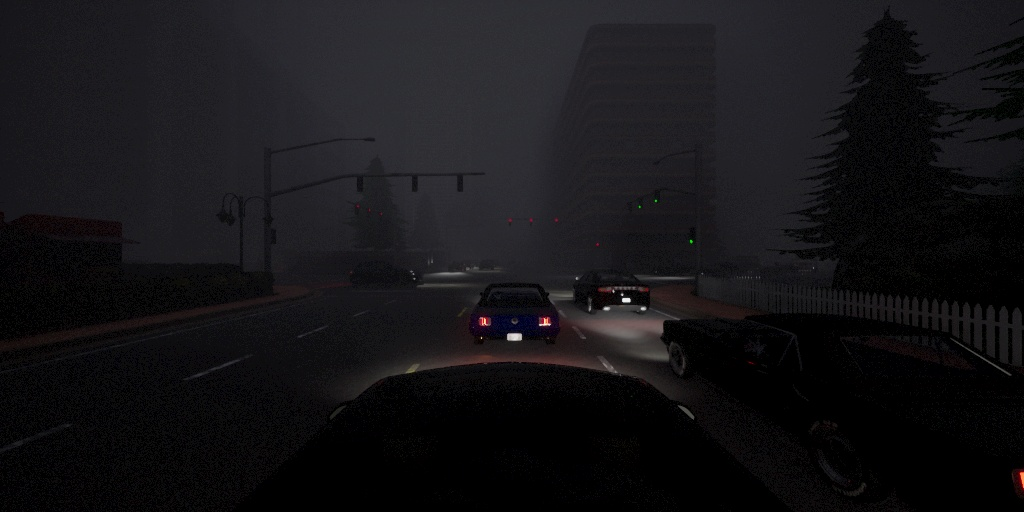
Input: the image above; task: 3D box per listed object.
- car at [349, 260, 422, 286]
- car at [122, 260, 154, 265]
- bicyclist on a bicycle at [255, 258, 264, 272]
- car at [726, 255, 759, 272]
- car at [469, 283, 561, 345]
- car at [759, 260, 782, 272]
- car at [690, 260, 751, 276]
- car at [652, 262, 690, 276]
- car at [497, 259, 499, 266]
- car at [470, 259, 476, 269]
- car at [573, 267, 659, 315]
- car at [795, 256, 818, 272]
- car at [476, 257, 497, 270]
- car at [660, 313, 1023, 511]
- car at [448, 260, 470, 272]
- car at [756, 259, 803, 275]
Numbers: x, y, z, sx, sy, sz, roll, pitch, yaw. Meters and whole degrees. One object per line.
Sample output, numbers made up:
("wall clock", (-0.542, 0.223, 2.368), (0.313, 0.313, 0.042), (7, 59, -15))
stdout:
("car", (-8.500, 1.084, 24.377), (4.553, 1.767, 2.097), (0, 0, 0))
("car", (-25.229, 1.046, 24.237), (4.553, 1.767, 2.097), (0, 0, 0))
("bicyclist on a bicycle", (-27.918, 0.996, 39.698), (0.582, 1.620, 1.656), (0, 0, 0))
("car", (25.618, 0.916, 40.077), (5.566, 2.045, 2.150), (0, 0, -31))
("car", (0.067, 1.351, 9.471), (1.895, 1.301, 4.718), (0, 0, 0))
("car", (33.344, 1.220, 46.202), (1.812, 1.442, 4.674), (0, 0, 42))
("car", (19.544, 1.295, 33.621), (4.718, 1.301, 1.895), (0, 0, -18))
("car", (16.561, 1.295, 36.469), (4.718, 1.301, 1.895), (0, 0, -14))
("car", (-3.623, 1.255, 62.038), (1.837, 1.490, 4.892), (0, 0, 0))
("car", (-7.136, 1.297, 56.692), (2.033, 1.411, 5.357), (0, 0, 0))
("car", (3.577, 1.228, 13.679), (1.882, 1.535, 5.008), (0, 0, 0))
("car", (35.534, 0.916, 43.433), (2.150, 2.045, 5.566), (0, 0, 44))
("car", (-3.638, 1.228, 51.939), (1.882, 1.535, 5.008), (0, 0, 0))
("car", (3.598, 1.351, 4.359), (1.895, 1.301, 4.718), (0, 0, 0))
("car", (-7.137, 1.351, 47.040), (1.895, 1.301, 4.718), (0, 0, 0))
("car", (27.890, 1.295, 37.389), (4.718, 1.301, 1.895), (0, 0, -31))
